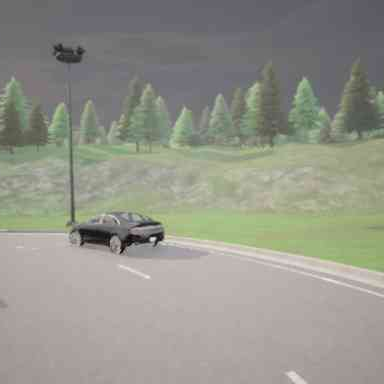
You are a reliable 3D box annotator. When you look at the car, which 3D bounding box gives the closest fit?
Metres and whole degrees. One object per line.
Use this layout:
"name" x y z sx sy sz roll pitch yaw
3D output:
"car" -3.216 1.548 13.705 4.902 1.511 2.128 -1 0 42
